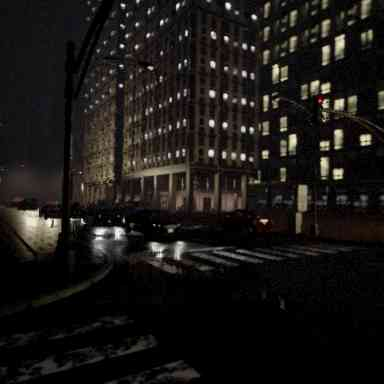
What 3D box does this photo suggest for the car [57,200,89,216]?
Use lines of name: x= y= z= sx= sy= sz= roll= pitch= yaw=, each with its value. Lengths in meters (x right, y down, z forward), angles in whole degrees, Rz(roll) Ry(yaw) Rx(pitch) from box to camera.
car: x=-12.811 y=1.916 z=35.496 sx=1.837 sy=1.490 sz=4.892 roll=2 pitch=-2 yaw=-32

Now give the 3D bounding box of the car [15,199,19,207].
car: x=-25.012 y=2.093 z=49.965 sx=1.802 sy=1.307 sz=4.206 roll=2 pitch=-2 yaw=-32

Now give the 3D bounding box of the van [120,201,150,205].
van: x=-5.866 y=1.896 z=35.329 sx=1.690 sy=1.788 sz=3.998 roll=2 pitch=-2 yaw=-32

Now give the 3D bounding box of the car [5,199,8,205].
car: x=-37.067 y=2.300 z=69.074 sx=1.947 sy=1.339 sz=4.313 roll=2 pitch=-2 yaw=-32

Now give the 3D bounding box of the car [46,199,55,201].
car: x=-25.300 y=2.139 z=61.280 sx=2.097 sy=1.767 sz=4.553 roll=2 pitch=-2 yaw=-32

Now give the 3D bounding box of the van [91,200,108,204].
van: x=-11.893 y=2.003 z=44.884 sx=1.690 sy=1.788 sz=3.998 roll=2 pitch=-2 yaw=-32

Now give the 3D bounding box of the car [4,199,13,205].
car: x=-46.017 y=2.431 z=83.262 sx=1.752 sy=1.417 sz=4.829 roll=2 pitch=-2 yaw=-32

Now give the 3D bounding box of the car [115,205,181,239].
car: x=-2.368 y=1.720 z=18.928 sx=2.128 sy=1.511 sz=4.902 roll=2 pitch=-2 yaw=-32

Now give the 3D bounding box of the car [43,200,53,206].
car: x=-36.009 y=2.691 z=83.094 sx=1.802 sy=1.307 sz=4.206 roll=2 pitch=-2 yaw=-32

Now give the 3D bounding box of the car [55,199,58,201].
car: x=-19.787 y=2.177 z=52.534 sx=2.128 sy=1.511 sz=4.902 roll=2 pitch=-2 yaw=-32

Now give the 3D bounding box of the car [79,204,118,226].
car: x=-7.362 y=1.916 z=26.839 sx=1.895 sy=1.301 sz=4.718 roll=2 pitch=-2 yaw=-32

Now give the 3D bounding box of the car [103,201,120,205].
car: x=-8.885 y=2.159 z=40.101 sx=2.008 sy=1.369 sz=4.403 roll=2 pitch=-2 yaw=-32

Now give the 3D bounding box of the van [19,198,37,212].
van: x=-21.993 y=1.797 z=45.194 sx=1.690 sy=1.788 sz=3.998 roll=2 pitch=-2 yaw=-32

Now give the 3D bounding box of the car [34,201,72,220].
car: x=-12.957 y=1.845 z=30.857 sx=2.008 sy=1.369 sz=4.403 roll=2 pitch=-2 yaw=-32

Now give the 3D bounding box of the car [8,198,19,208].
car: x=-31.034 y=1.937 z=59.526 sx=2.192 sy=1.841 sz=5.009 roll=2 pitch=-2 yaw=-32

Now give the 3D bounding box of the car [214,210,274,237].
car: x=3.173 y=1.837 z=20.995 sx=1.967 sy=1.590 sz=4.097 roll=2 pitch=-2 yaw=-32
